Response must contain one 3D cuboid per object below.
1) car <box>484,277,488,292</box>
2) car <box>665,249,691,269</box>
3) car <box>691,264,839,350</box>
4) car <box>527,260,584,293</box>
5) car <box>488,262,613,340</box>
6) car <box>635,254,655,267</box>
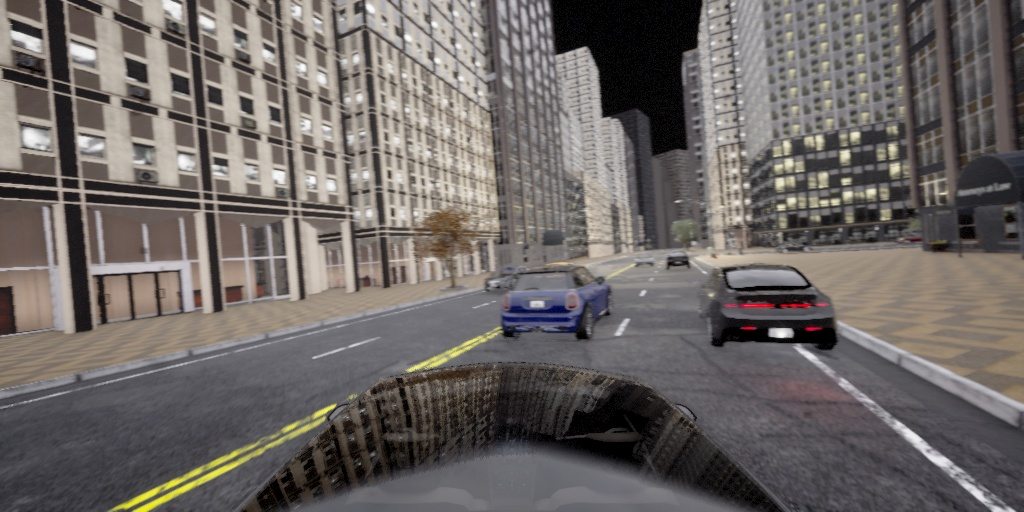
[{"bbox_3d":[-0.078,1.373,22.965,2.128,1.511,4.902,-4,0,24],"label":"car"},{"bbox_3d":[14.803,0.303,32.061,1.882,1.535,5.008,-4,0,24],"label":"car"},{"bbox_3d":[5.175,0.904,7.833,1.837,1.490,4.892,-4,0,24],"label":"car"},{"bbox_3d":[2.749,1.138,21.350,1.882,1.535,5.008,-4,0,24],"label":"car"},{"bbox_3d":[1.428,1.042,9.956,2.097,1.767,4.553,-4,0,24],"label":"car"},{"bbox_3d":[15.012,0.461,40.422,1.895,1.301,4.718,-4,0,24],"label":"car"}]
